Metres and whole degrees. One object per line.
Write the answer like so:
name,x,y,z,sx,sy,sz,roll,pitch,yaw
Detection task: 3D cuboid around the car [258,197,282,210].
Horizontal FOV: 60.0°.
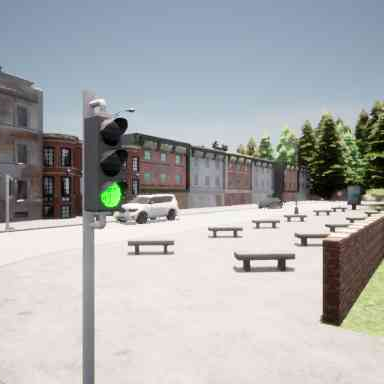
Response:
car,10.393,1.506,43.988,1.837,1.490,4.892,0,0,36

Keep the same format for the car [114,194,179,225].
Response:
car,-3.267,1.213,24.968,2.150,2.045,5.566,0,1,35
